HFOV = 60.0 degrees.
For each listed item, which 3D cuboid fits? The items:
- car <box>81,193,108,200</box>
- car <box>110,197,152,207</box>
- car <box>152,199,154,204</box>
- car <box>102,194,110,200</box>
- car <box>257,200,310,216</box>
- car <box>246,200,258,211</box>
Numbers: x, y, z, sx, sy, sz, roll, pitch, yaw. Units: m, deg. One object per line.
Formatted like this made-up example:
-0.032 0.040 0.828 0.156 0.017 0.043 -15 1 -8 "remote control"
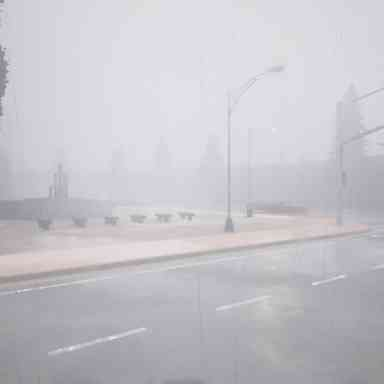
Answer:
-18.646 1.221 63.939 5.566 2.045 2.150 0 0 10 "car"
-9.174 1.547 49.757 5.357 1.411 2.033 0 0 27 "car"
-9.106 1.564 61.192 4.181 1.385 1.994 0 0 22 "car"
-11.537 1.548 54.708 5.357 1.411 2.033 0 0 22 "car"
9.012 1.601 32.386 1.895 1.301 4.718 0 0 -36 "car"
8.647 1.601 38.768 1.895 1.301 4.718 0 0 -38 "car"
